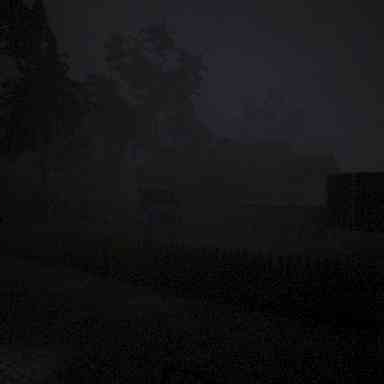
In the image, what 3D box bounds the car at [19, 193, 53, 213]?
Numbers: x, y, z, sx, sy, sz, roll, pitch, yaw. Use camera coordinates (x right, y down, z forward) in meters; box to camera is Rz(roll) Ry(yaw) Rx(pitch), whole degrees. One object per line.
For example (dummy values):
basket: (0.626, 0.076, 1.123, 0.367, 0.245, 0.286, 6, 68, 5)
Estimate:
car: (-15.192, 1.165, 34.975, 2.150, 2.045, 5.566, 0, 0, 36)
